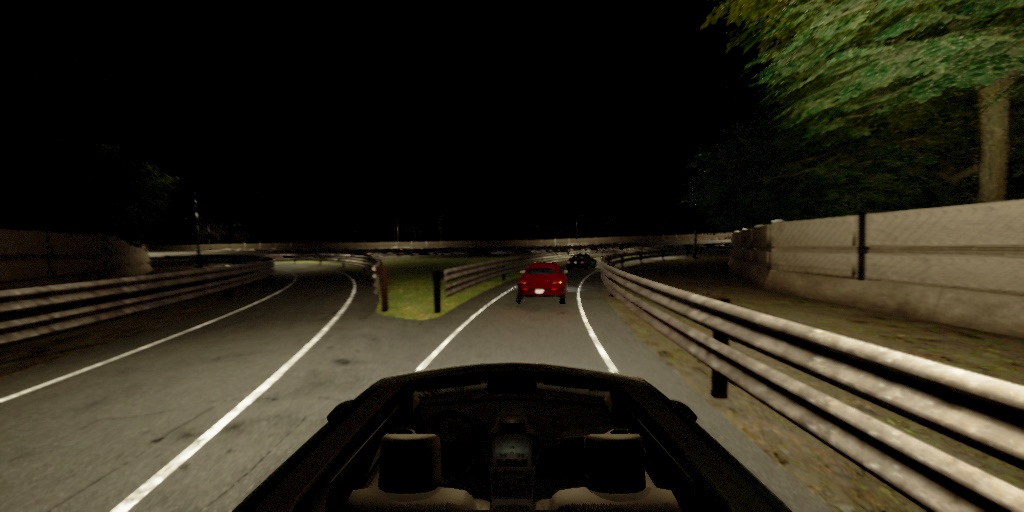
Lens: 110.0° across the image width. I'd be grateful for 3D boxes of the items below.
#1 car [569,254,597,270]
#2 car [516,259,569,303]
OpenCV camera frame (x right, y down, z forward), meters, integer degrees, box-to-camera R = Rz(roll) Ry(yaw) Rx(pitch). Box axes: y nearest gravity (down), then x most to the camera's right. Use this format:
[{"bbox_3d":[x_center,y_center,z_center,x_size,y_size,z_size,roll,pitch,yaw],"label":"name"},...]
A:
[{"bbox_3d":[6.485,0.524,33.147,2.033,1.411,5.357,1,2,24],"label":"car"},{"bbox_3d":[1.299,1.002,14.689,1.812,1.442,4.674,0,1,9],"label":"car"}]
